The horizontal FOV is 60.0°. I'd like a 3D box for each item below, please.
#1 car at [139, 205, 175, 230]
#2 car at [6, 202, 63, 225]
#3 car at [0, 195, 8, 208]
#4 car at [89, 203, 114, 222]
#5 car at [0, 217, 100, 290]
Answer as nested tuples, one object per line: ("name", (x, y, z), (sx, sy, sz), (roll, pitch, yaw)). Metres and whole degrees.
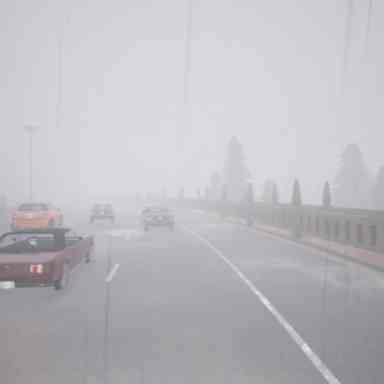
("car", (-2.318, 1.569, 21.332), (2.033, 1.411, 5.357), (0, 0, -12))
("car", (-9.362, 1.399, 20.441), (2.097, 1.767, 4.553), (0, 0, -12))
("car", (-26.238, 1.425, 44.837), (2.150, 2.045, 5.566), (0, -1, -29))
("car", (-7.233, 1.597, 26.736), (2.033, 1.411, 5.357), (0, 0, -16))
("car", (-3.984, 1.616, 9.034), (1.895, 1.301, 4.718), (0, 0, -5))
